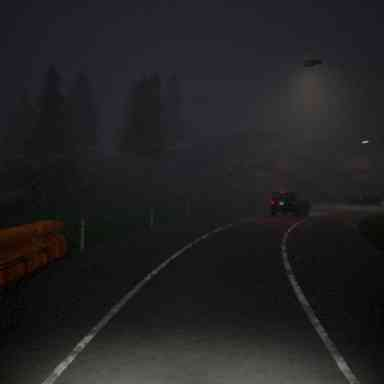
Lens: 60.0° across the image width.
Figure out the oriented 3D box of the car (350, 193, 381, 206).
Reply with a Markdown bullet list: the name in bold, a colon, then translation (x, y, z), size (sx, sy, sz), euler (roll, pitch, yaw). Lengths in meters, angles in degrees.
- **car**: translation (22.211, 0.913, 42.481), size (4.902, 1.511, 2.128), euler (-2, 2, -35)

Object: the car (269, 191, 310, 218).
- **car**: translation (8.005, 0.953, 27.004), size (2.150, 2.045, 5.566), euler (1, 0, 31)
